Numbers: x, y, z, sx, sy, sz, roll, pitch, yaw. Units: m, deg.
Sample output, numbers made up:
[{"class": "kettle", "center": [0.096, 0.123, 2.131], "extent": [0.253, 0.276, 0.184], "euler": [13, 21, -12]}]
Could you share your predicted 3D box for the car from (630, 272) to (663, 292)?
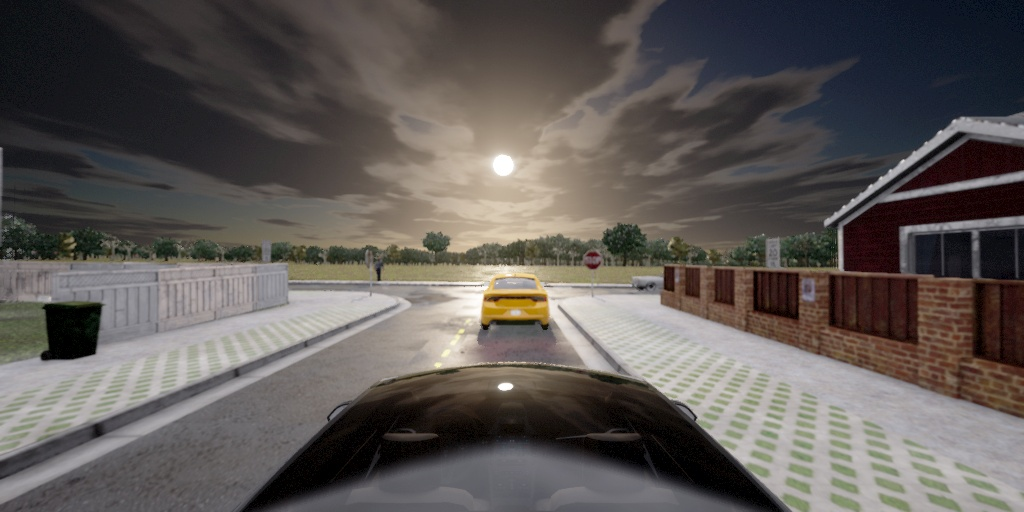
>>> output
[{"class": "car", "center": [10.246, 1.645, 23.388], "extent": [4.718, 1.301, 1.895], "euler": [1, -1, 0]}]

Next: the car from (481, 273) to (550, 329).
[{"class": "car", "center": [0.090, 1.292, 11.586], "extent": [1.882, 1.535, 5.008], "euler": [0, 0, 0]}]

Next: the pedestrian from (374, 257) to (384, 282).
[{"class": "pedestrian", "center": [-9.712, 0.975, 26.170], "extent": [0.375, 1.860, 0.375], "euler": [0, -2, 0]}]
